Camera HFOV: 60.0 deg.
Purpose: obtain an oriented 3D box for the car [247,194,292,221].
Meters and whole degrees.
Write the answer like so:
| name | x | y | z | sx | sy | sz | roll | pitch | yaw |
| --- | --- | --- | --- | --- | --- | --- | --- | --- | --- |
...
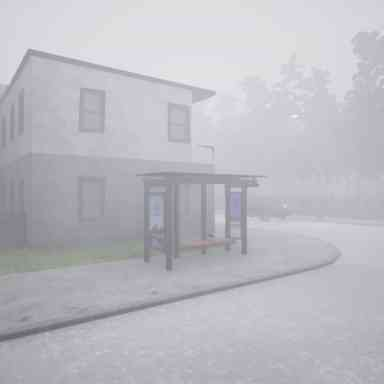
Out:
| name | x | y | z | sx | sy | sz | roll | pitch | yaw |
| --- | --- | --- | --- | --- | --- | --- | --- | --- | --- |
| car | 5.501 | 1.220 | 27.214 | 2.150 | 2.045 | 5.566 | 0 | 0 | -34 |
